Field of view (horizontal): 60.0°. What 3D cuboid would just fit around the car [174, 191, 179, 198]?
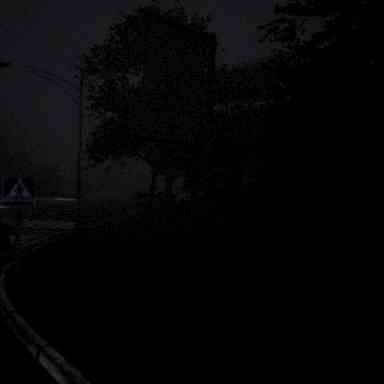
[{"bbox_3d":[-3.960,0.374,67.561,1.994,1.385,4.181,2,2,7],"label":"car"}]

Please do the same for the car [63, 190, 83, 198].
[{"bbox_3d":[-20.807,0.303,58.307,1.812,1.442,4.674,2,2,8],"label":"car"}]

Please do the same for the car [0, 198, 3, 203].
[{"bbox_3d":[-22.788,0.877,43.517,1.895,1.301,4.718,2,2,8],"label":"car"}]

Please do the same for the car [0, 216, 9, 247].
[{"bbox_3d":[-9.692,1.641,14.178,2.150,2.045,5.566,0,-2,-13],"label":"car"}]

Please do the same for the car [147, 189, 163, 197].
[{"bbox_3d":[-7.428,0.206,68.008,2.128,1.511,4.902,2,2,7],"label":"car"}]

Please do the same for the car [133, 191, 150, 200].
[{"bbox_3d":[-8.723,0.574,57.687,1.837,1.490,4.892,2,2,8],"label":"car"}]

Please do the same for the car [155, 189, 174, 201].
[{"bbox_3d":[-5.146,0.683,58.032,2.033,1.411,5.357,2,2,8],"label":"car"}]
